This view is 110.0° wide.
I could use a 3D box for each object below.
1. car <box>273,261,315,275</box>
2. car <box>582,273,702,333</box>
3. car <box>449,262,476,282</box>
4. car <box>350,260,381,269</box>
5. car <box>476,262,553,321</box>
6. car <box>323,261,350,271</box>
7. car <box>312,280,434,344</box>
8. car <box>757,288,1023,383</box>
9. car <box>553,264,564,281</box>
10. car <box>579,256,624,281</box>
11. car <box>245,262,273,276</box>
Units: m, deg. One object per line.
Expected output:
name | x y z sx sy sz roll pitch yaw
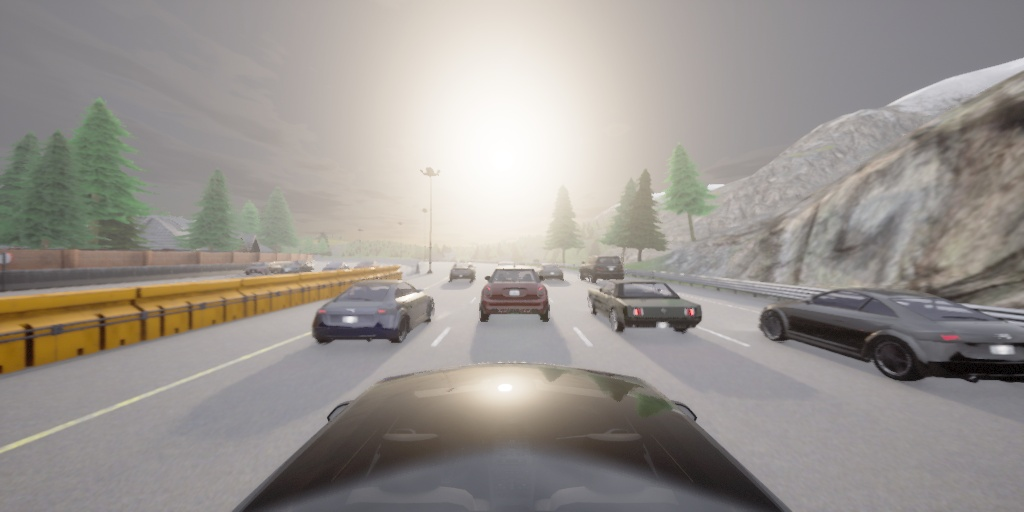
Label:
car | -22.629 1.254 37.965 2.128 1.511 4.902 0 0 -8
car | 3.580 1.354 10.723 1.895 1.301 4.718 0 0 0
car | -3.901 1.252 28.621 2.128 1.511 4.902 0 0 -4
car | -15.769 1.240 39.427 1.882 1.535 5.008 0 0 -8
car | 0.084 1.105 12.675 2.097 1.767 4.553 0 0 0
car | -19.356 1.288 39.804 1.812 1.442 4.674 0 0 -8
car | -3.426 1.317 9.624 1.994 1.385 4.181 0 0 0
car | 7.062 1.316 7.159 1.994 1.385 4.181 0 0 0
car | 3.009 1.324 30.034 1.994 1.385 4.181 0 0 -4
car | 6.714 0.982 27.400 2.150 2.045 5.566 0 0 -3
car | -26.149 1.325 37.833 1.994 1.385 4.181 0 0 -8
